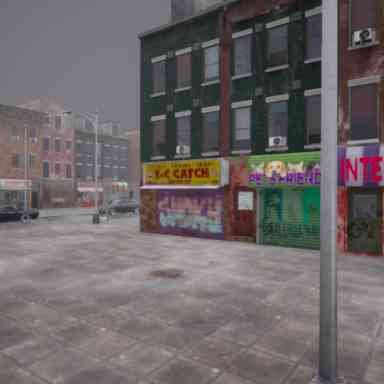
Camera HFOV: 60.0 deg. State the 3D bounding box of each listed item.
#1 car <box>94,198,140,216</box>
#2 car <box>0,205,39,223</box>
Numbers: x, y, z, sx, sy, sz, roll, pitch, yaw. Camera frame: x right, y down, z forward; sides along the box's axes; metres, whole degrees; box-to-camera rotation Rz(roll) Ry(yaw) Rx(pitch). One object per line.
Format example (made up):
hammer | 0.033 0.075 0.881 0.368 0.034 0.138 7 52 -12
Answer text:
car | -6.802 1.379 30.859 1.837 1.490 4.892 0 0 35
car | -12.928 1.530 22.262 1.895 1.301 4.718 0 0 35
